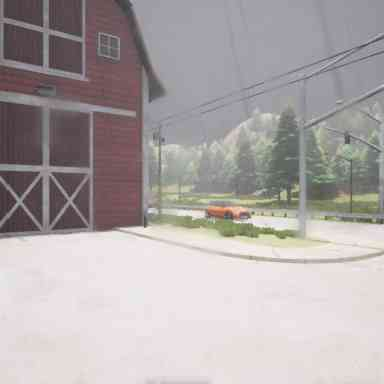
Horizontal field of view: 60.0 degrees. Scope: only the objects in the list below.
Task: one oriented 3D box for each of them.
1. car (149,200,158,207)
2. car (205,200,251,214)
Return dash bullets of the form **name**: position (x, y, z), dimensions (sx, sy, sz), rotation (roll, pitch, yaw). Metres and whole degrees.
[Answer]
- **car**: position (-6.523, 1.852, 49.614), dimensions (1.812, 1.442, 4.674), rotation (0, 0, -34)
- **car**: position (3.112, 1.549, 29.124), dimensions (2.097, 1.767, 4.553), rotation (0, 0, -34)
